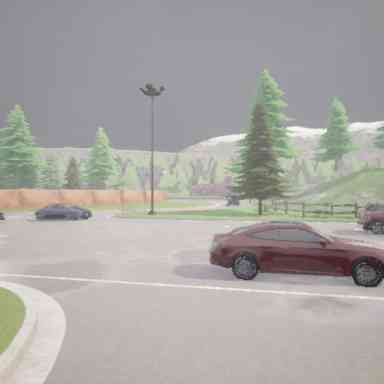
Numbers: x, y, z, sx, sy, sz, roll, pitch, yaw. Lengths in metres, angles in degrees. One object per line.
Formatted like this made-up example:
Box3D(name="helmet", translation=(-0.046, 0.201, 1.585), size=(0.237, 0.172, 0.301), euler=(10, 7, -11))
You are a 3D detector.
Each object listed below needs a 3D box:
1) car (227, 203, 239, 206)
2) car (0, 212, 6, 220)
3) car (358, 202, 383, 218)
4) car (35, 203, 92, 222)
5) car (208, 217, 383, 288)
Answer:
Box3D(name="car", translation=(6.884, 1.480, 55.533), size=(1.882, 1.535, 5.008), euler=(1, 0, 8))
Box3D(name="car", translation=(-16.258, 1.548, 23.944), size=(5.357, 1.411, 2.033), euler=(0, 0, 13))
Box3D(name="car", translation=(11.407, 1.353, 17.802), size=(4.553, 1.767, 2.097), euler=(0, 0, 13))
Box3D(name="car", translation=(-10.079, 1.565, 26.158), size=(4.181, 1.385, 1.994), euler=(0, 0, 13))
Box3D(name="car", translation=(2.775, 1.526, 8.966), size=(4.674, 1.442, 1.812), euler=(0, 0, 13))
